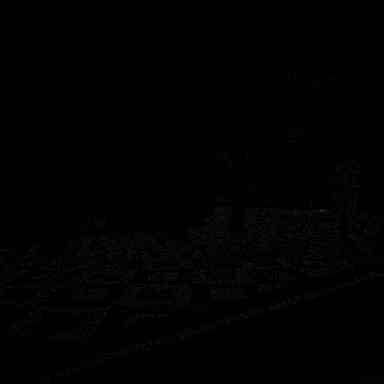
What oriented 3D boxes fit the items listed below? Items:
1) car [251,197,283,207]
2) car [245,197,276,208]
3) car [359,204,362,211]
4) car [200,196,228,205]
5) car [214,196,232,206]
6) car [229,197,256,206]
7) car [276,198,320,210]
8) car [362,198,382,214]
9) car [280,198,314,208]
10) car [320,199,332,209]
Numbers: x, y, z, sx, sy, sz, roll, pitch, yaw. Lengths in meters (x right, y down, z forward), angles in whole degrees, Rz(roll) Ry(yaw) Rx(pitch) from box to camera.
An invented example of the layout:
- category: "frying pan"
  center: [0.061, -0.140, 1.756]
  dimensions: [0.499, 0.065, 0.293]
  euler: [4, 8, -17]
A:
- category: "car"
  center: [11.562, 1.492, 51.723]
  dimensions: [1.752, 1.417, 4.829]
  euler: [1, -1, -36]
- category: "car"
  center: [7.945, 1.328, 42.156]
  dimensions: [1.887, 1.381, 4.507]
  euler: [1, -1, -36]
- category: "car"
  center: [21.275, 1.524, 38.223]
  dimensions: [1.947, 1.339, 4.313]
  euler: [1, -1, -36]
- category: "car"
  center: [3.772, 1.462, 57.907]
  dimensions: [2.033, 1.411, 5.357]
  euler: [1, -1, -35]
- category: "car"
  center: [4.839, 1.311, 46.473]
  dimensions: [1.752, 1.417, 4.829]
  euler: [1, -1, -36]
- category: "car"
  center: [8.457, 1.521, 56.038]
  dimensions: [2.008, 1.369, 4.403]
  euler: [1, -1, -36]
- category: "car"
  center: [12.712, 1.401, 40.092]
  dimensions: [1.994, 1.385, 4.181]
  euler: [1, -1, -36]
- category: "car"
  center: [17.544, 1.214, 28.821]
  dimensions: [1.967, 1.590, 4.097]
  euler: [2, -1, -37]
- category: "car"
  center: [14.866, 1.530, 47.130]
  dimensions: [1.947, 1.339, 4.313]
  euler: [1, -1, -36]
- category: "car"
  center: [18.070, 1.543, 42.677]
  dimensions: [1.802, 1.307, 4.206]
  euler: [1, -1, -36]
